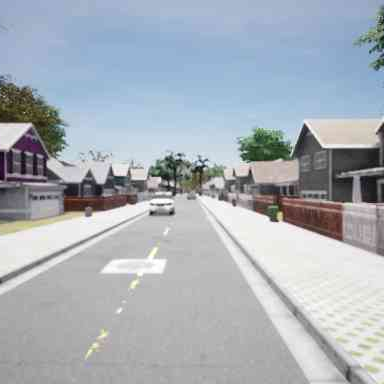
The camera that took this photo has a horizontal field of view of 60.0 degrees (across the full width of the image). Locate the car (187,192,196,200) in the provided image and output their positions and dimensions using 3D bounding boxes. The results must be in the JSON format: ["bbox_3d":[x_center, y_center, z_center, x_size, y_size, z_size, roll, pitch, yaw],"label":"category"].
[{"bbox_3d":[-0.135,1.149,78.458,1.994,1.385,4.181,0,0,0],"label":"car"}]

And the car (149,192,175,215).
[{"bbox_3d":[-2.805,1.066,32.172,2.150,2.045,5.566,0,0,0],"label":"car"}]

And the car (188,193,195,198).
[{"bbox_3d":[-0.153,0.904,88.462,1.837,1.490,4.892,0,0,0],"label":"car"}]
